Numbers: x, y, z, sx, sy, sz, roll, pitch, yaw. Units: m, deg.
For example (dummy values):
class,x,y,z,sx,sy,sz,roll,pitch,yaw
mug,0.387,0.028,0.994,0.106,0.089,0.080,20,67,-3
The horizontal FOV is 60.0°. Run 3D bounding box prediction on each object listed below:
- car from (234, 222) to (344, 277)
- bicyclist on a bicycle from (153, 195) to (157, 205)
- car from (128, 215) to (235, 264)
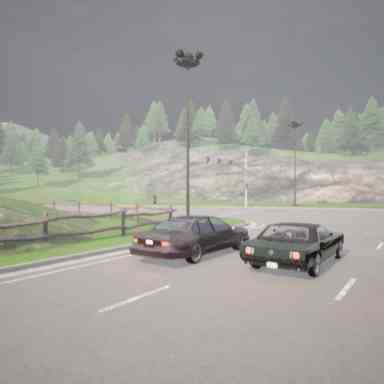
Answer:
class,x,y,z,sx,sy,sz,roll,pitch,yaw
car,3.342,1.590,10.341,1.895,1.301,4.718,0,0,35
bicyclist on a bicycle,-5.797,1.248,51.937,0.582,1.620,1.656,0,0,14
car,0.173,1.535,11.920,2.033,1.411,5.357,0,0,35
